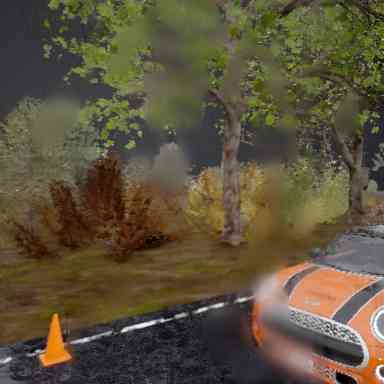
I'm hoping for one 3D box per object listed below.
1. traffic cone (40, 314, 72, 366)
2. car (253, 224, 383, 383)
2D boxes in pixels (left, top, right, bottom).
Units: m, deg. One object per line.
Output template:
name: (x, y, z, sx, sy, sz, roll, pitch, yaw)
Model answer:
traffic cone: (-1.848, 1.956, 4.515, 0.340, 0.580, 0.340, 0, 0, -36)
car: (3.045, 1.355, 5.188, 4.553, 1.767, 2.097, 0, 0, -37)
